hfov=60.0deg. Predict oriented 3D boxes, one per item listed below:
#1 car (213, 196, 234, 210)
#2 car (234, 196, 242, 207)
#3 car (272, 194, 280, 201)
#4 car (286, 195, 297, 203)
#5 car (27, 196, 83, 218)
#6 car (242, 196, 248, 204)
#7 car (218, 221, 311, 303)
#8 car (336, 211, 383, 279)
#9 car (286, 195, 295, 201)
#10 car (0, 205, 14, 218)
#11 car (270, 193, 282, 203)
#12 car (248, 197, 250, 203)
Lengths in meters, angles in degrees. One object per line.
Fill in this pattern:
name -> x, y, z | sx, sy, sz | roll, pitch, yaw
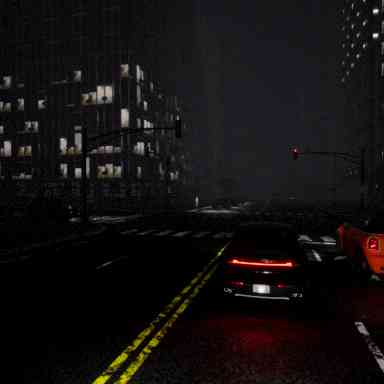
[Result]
car -> 3.911, 1.501, 42.875 | 1.812, 1.442, 4.674 | 0, 0, 14
car -> 6.215, 1.471, 51.853 | 1.837, 1.490, 4.892 | 0, 0, 14
car -> 20.340, 1.236, 80.335 | 1.882, 1.535, 5.008 | 0, 0, 14
car -> 20.925, 1.464, 69.523 | 2.128, 1.511, 4.902 | 0, 0, 14
car -> -11.762, 1.216, 28.657 | 4.553, 1.767, 2.097 | 1, 1, 15
car -> 8.551, 1.481, 60.847 | 1.812, 1.442, 4.674 | 0, 0, 15
car -> 1.855, 1.501, 8.356 | 1.837, 1.490, 4.892 | 0, 0, 14
car -> 5.725, 1.347, 9.958 | 2.097, 1.767, 4.553 | 0, 0, 14
car -> 23.489, 1.465, 79.525 | 2.033, 1.411, 5.357 | 0, 0, 14
car -> -16.765, 1.434, 27.217 | 4.313, 1.339, 1.947 | 1, 1, 16
car -> 17.757, 1.157, 70.273 | 2.150, 2.045, 5.566 | 0, 0, 14
car -> 11.104, 1.496, 70.504 | 1.994, 1.385, 4.181 | 0, 0, 14
